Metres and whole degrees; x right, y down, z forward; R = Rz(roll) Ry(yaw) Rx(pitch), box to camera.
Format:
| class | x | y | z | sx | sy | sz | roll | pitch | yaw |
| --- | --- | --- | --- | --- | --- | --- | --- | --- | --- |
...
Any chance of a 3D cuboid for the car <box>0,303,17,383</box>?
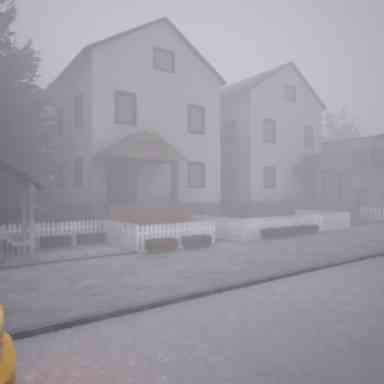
| class | x | y | z | sx | sy | sz | roll | pitch | yaw |
| --- | --- | --- | --- | --- | --- | --- | --- | --- | --- |
| car | -3.820 | 1.478 | 1.862 | 5.008 | 1.535 | 1.882 | 0 | 0 | -35 |
